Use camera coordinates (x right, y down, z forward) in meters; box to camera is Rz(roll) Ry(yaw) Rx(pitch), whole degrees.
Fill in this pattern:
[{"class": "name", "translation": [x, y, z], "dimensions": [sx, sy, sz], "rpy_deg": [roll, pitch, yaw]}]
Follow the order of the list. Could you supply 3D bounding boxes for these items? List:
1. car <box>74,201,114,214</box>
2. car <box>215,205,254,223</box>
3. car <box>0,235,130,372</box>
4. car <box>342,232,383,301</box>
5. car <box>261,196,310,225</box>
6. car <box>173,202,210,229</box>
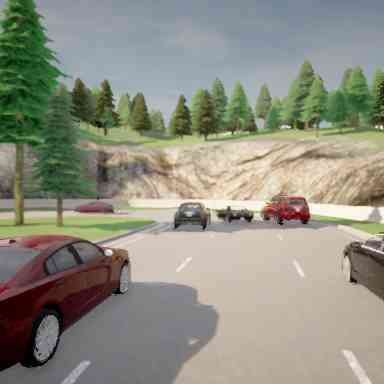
[{"class": "car", "translation": [-10.698, 1.695, 36.386], "dimensions": [4.181, 1.385, 1.994], "rpy_deg": [0, 0, -2]}, {"class": "car", "translation": [3.302, 1.732, 27.113], "dimensions": [1.895, 1.301, 4.718], "rpy_deg": [0, 0, -12]}, {"class": "car", "translation": [-2.628, 1.497, 5.911], "dimensions": [1.882, 1.535, 5.008], "rpy_deg": [0, 0, 8]}, {"class": "car", "translation": [4.569, 1.536, 6.812], "dimensions": [2.128, 1.511, 4.902], "rpy_deg": [0, 0, 10]}, {"class": "car", "translation": [7.138, 1.358, 25.846], "dimensions": [2.150, 2.045, 5.566], "rpy_deg": [1, 0, -5]}, {"class": "car", "translation": [0.084, 1.452, 22.601], "dimensions": [2.097, 1.767, 4.553], "rpy_deg": [0, 0, 6]}]
